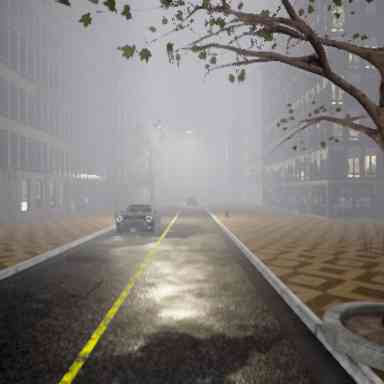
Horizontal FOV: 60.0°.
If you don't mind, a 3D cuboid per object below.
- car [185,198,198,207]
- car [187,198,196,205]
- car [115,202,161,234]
[{"bbox_3d":[-0.072,1.781,57.951,1.837,1.490,4.892,0,0,0],"label":"car"},{"bbox_3d":[-0.085,1.918,68.396,1.895,1.301,4.718,0,0,0],"label":"car"},{"bbox_3d":[-3.082,1.436,19.765,2.097,1.767,4.553,0,0,0],"label":"car"}]
